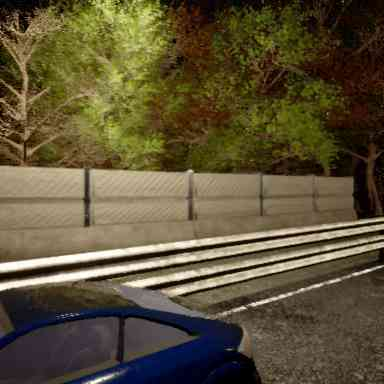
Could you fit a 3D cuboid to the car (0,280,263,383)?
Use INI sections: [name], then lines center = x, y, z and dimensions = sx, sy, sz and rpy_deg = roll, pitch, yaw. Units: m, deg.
[car]
center = -1.403, 1.557, 2.685
dimensions = 4.181, 1.385, 1.994
rpy_deg = -1, 1, -35
